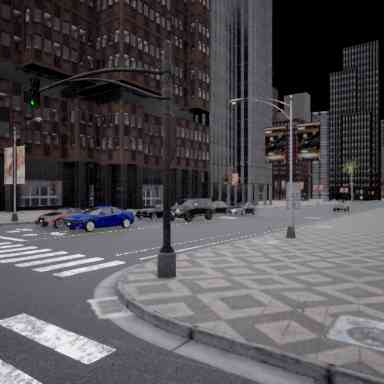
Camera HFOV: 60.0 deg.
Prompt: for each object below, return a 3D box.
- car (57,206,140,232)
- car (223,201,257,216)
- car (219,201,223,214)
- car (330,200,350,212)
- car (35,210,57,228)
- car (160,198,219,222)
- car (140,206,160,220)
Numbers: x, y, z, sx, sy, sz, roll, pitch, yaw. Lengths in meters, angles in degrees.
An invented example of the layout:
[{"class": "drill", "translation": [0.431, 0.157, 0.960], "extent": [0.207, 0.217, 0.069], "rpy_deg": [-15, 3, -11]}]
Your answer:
[{"class": "car", "translation": [-6.095, 1.717, 22.365], "extent": [1.882, 1.535, 5.008], "rpy_deg": [0, -1, 35]}, {"class": "car", "translation": [6.093, 2.039, 39.626], "extent": [2.128, 1.511, 4.902], "rpy_deg": [0, -1, 36]}, {"class": "car", "translation": [2.541, 1.873, 40.238], "extent": [2.097, 1.767, 4.553], "rpy_deg": [0, -1, 35]}, {"class": "car", "translation": [24.186, 2.430, 53.682], "extent": [2.033, 1.411, 5.357], "rpy_deg": [0, -1, 34]}, {"class": "car", "translation": [-8.959, 1.794, 23.938], "extent": [1.994, 1.385, 4.181], "rpy_deg": [0, -1, 36]}, {"class": "car", "translation": [-0.084, 1.614, 30.892], "extent": [2.150, 2.045, 5.566], "rpy_deg": [0, -1, 35]}, {"class": "car", "translation": [-3.286, 1.974, 31.988], "extent": [1.895, 1.301, 4.718], "rpy_deg": [0, -1, 35]}]
